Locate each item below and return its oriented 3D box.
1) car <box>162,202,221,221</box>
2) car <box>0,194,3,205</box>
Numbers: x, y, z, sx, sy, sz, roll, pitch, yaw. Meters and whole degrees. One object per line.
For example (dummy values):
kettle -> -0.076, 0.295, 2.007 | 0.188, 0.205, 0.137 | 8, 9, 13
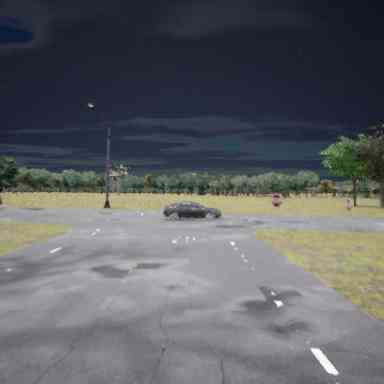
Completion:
car -> 0.004, 1.586, 27.657 | 4.892, 1.490, 1.837 | 1, 0, 0
car -> -22.819, 0.693, 34.737 | 5.566, 2.045, 2.150 | 1, 1, 0
